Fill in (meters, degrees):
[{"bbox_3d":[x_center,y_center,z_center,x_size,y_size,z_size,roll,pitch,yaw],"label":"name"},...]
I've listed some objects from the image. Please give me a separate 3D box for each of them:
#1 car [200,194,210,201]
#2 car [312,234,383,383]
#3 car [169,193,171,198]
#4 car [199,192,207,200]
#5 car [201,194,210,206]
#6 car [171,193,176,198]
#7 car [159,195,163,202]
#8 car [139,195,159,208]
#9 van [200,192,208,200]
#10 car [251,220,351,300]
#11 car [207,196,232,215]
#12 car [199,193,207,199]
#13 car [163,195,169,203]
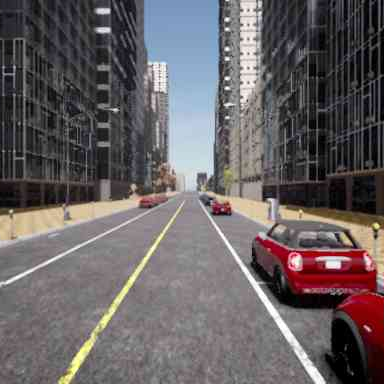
[{"bbox_3d":[2.678,1.154,70.889,1.947,1.339,4.313,0,0,0],"label":"car"},{"bbox_3d":[2.690,1.426,2.581,1.967,1.590,4.097,0,0,0],"label":"car"},{"bbox_3d":[-5.702,1.191,65.204,1.947,1.339,4.313,0,0,0],"label":"car"},{"bbox_3d":[2.680,1.228,59.505,1.947,1.339,4.313,0,0,0],"label":"car"},{"bbox_3d":[2.682,1.299,48.121,1.947,1.339,4.313,0,0,0],"label":"car"},{"bbox_3d":[-5.707,0.956,93.496,1.752,1.417,4.829,0,0,0],"label":"car"},{"bbox_3d":[-5.699,1.316,48.127,1.802,1.307,4.206,0,0,0],"label":"car"},{"bbox_3d":[-5.697,1.313,42.433,1.887,1.381,4.507,0,0,0],"label":"car"},{"bbox_3d":[2.677,0.890,76.581,1.690,1.788,3.998,0,0,0],"label":"van"},{"bbox_3d":[2.689,1.398,8.273,1.967,1.590,4.097,0,0,0],"label":"car"},{"bbox_3d":[2.685,1.381,31.044,1.887,1.381,4.507,0,0,0],"label":"car"},{"bbox_3d":[2.676,0.950,82.273,1.967,1.590,4.097,0,0,0],"label":"car"},{"bbox_3d":[-5.700,1.207,59.511,1.887,1.381,4.507,0,0,0],"label":"car"}]
